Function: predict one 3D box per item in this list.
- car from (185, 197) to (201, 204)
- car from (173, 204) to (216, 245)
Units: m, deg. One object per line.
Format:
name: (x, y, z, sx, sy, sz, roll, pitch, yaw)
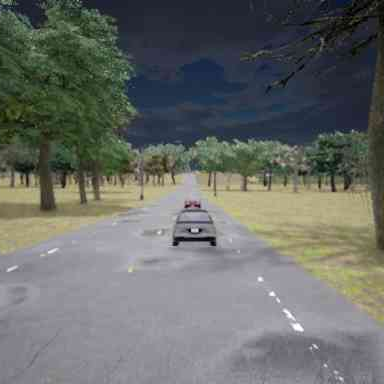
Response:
car: (0.096, 1.263, 40.505, 1.895, 1.301, 4.718, 0, 1, 0)
car: (0.099, 1.509, 15.241, 2.033, 1.411, 5.357, 0, 0, 0)
